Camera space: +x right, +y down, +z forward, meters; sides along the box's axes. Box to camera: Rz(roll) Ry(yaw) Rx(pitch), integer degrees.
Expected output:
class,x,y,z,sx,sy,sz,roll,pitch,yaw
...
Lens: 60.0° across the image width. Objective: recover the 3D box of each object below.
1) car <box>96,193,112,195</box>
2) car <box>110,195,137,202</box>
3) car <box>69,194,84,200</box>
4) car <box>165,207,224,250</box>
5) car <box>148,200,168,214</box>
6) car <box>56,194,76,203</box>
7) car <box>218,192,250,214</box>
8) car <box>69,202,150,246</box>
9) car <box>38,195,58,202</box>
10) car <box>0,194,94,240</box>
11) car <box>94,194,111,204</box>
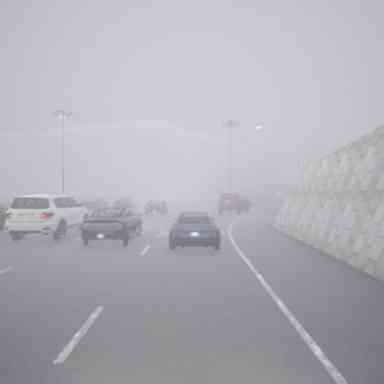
class,x,y,z,sx,sy,sz,roll,pitch,yaw
car,-20.986,0.962,80.776,2.097,1.767,4.553,0,0,0
car,-6.894,1.338,34.252,1.837,1.490,4.892,0,0,0
car,-27.986,1.160,80.715,1.994,1.385,4.181,0,0,0
car,0.101,1.495,14.082,1.994,1.385,4.181,0,0,0
car,-3.394,1.442,32.591,1.895,1.301,4.718,0,0,0
car,-24.488,1.209,64.881,2.128,1.511,4.902,0,0,0
car,4.204,1.061,32.750,2.150,2.045,5.566,0,0,21
car,-3.399,1.419,14.804,2.128,1.511,4.902,0,0,0
car,-27.988,1.280,64.852,1.895,1.301,4.718,0,0,0
car,-6.895,1.140,16.494,2.150,2.045,5.566,0,0,0
car,-10.393,1.303,35.724,1.882,1.535,5.008,0,0,0
